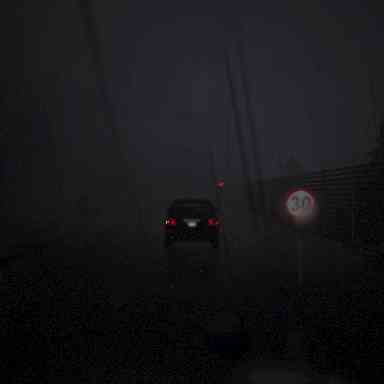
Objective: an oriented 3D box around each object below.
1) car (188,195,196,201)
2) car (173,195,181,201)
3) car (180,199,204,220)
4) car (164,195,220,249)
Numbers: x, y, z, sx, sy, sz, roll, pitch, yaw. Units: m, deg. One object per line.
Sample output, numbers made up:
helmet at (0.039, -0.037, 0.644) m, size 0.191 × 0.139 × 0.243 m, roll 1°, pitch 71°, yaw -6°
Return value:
car at (0.000, 1.492, 84.382) m, size 1.895 × 1.301 × 4.718 m, roll 0°, pitch 0°, yaw 0°
car at (-4.000, 1.496, 87.792) m, size 1.837 × 1.490 × 4.892 m, roll 0°, pitch 0°, yaw 0°
car at (0.000, 1.483, 29.650) m, size 1.882 × 1.535 × 5.008 m, roll 0°, pitch 0°, yaw 0°
car at (0.000, 1.256, 14.680) m, size 2.150 × 2.045 × 5.566 m, roll 0°, pitch 0°, yaw 0°
